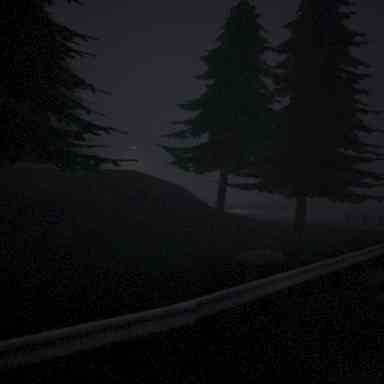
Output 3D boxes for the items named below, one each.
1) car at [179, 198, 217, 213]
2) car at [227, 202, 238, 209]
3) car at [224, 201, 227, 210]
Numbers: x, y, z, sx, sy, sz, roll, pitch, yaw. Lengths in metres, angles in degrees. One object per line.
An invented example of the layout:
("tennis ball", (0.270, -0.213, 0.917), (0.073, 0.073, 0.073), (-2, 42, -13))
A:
("car", (1.115, 1.596, 43.534), (4.553, 1.767, 2.097), (0, 0, 35))
("car", (4.147, 1.847, 49.943), (5.357, 1.411, 2.033), (0, 0, 35))
("car", (2.080, 1.868, 47.119), (4.718, 1.301, 1.895), (0, 0, 35))
